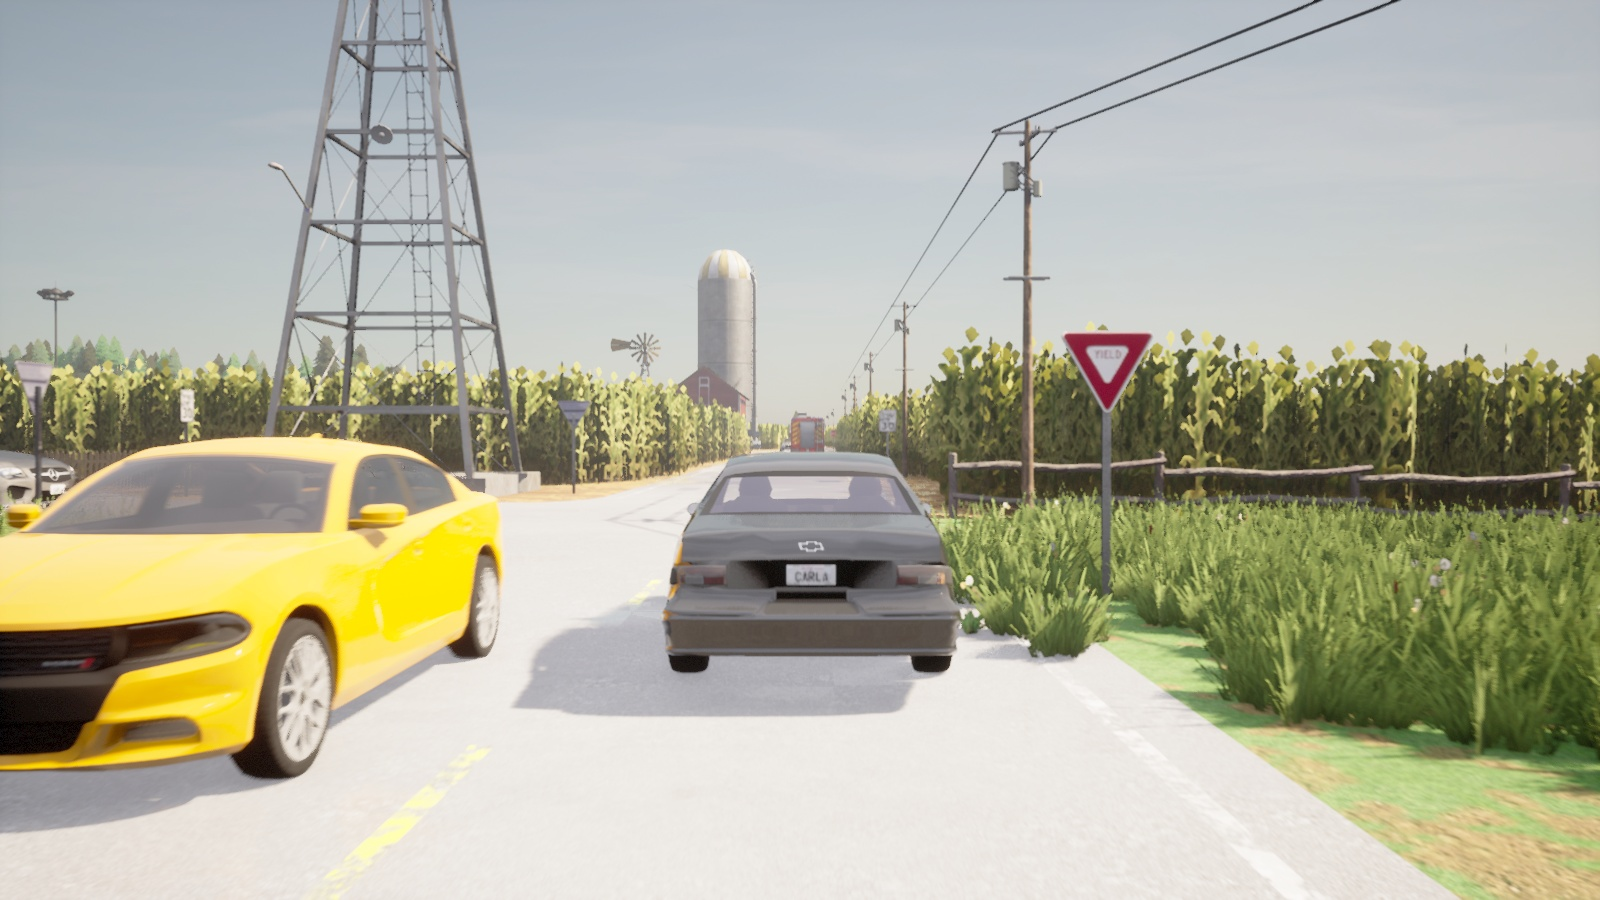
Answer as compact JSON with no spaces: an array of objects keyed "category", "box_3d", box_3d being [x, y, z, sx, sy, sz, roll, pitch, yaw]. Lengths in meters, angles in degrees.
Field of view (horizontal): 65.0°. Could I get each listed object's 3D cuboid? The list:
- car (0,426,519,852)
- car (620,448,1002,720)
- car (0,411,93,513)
[{"category":"car","box_3d":[-3.103,0.659,7.036,1.882,1.535,5.008,0,0,1]},{"category":"car","box_3d":[0.070,0.711,9.374,2.033,1.411,5.357,0,0,0]},{"category":"car","box_3d":[-15.143,0.186,21.357,5.027,1.651,2.152,0,1,1]}]
